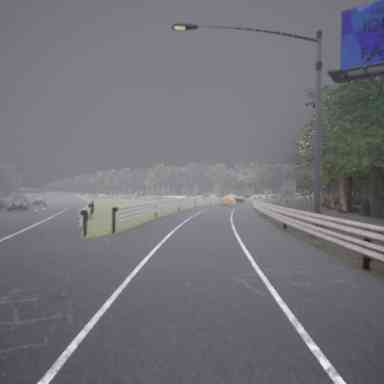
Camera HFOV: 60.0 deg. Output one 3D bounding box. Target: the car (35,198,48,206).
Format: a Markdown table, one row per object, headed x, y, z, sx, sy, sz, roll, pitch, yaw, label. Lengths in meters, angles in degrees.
| x | y | z | sx | sy | sz | roll | pitch | yaw | label |
| --- | --- | --- | --- | --- | --- | --- | --- | --- | --- |
| -27.489 | 1.798 | 60.597 | 1.882 | 1.535 | 5.008 | 0 | -1 | -18 | car |

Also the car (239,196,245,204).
| x | y | z | sx | sy | sz | roll | pitch | yaw | label |
| --- | --- | --- | --- | --- | --- | --- | --- | --- | --- |
| 8.741 | 1.451 | 62.902 | 1.882 | 1.535 | 5.008 | 1 | 1 | 21 | car |

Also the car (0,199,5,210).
| x | y | z | sx | sy | sz | roll | pitch | yaw | label |
| --- | --- | --- | --- | --- | --- | --- | --- | --- | --- |
| -26.226 | 1.683 | 45.076 | 1.837 | 1.490 | 4.892 | 0 | -1 | -17 | car |

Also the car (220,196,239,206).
| x | y | z | sx | sy | sz | roll | pitch | yaw | label |
| --- | --- | --- | --- | --- | --- | --- | --- | --- | --- |
| 5.815 | 1.455 | 53.165 | 1.882 | 1.535 | 5.008 | 1 | 0 | 16 | car |

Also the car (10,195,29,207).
| x | y | z | sx | sy | sz | roll | pitch | yaw | label |
| --- | --- | --- | --- | --- | --- | --- | --- | --- | --- |
| -30.974 | 1.522 | 60.013 | 2.150 | 2.045 | 5.566 | 0 | -1 | -18 | car |

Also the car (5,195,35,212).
| x | y | z | sx | sy | sz | roll | pitch | yaw | label |
| --- | --- | --- | --- | --- | --- | --- | --- | --- | --- |
| -21.704 | 1.531 | 42.196 | 2.097 | 1.767 | 4.553 | 0 | 0 | -18 | car |
